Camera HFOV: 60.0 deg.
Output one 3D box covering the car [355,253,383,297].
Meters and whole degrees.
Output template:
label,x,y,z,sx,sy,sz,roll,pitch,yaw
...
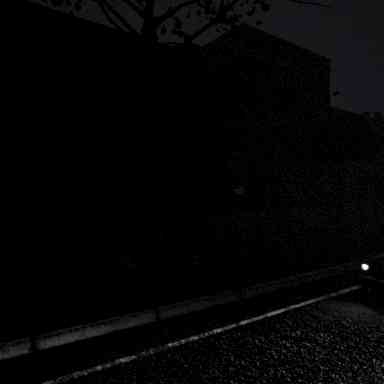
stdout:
label,x,y,z,sx,sy,sz,roll,pitch,yaw
car,5.676,1.602,7.408,4.718,1.301,1.895,0,0,-35
